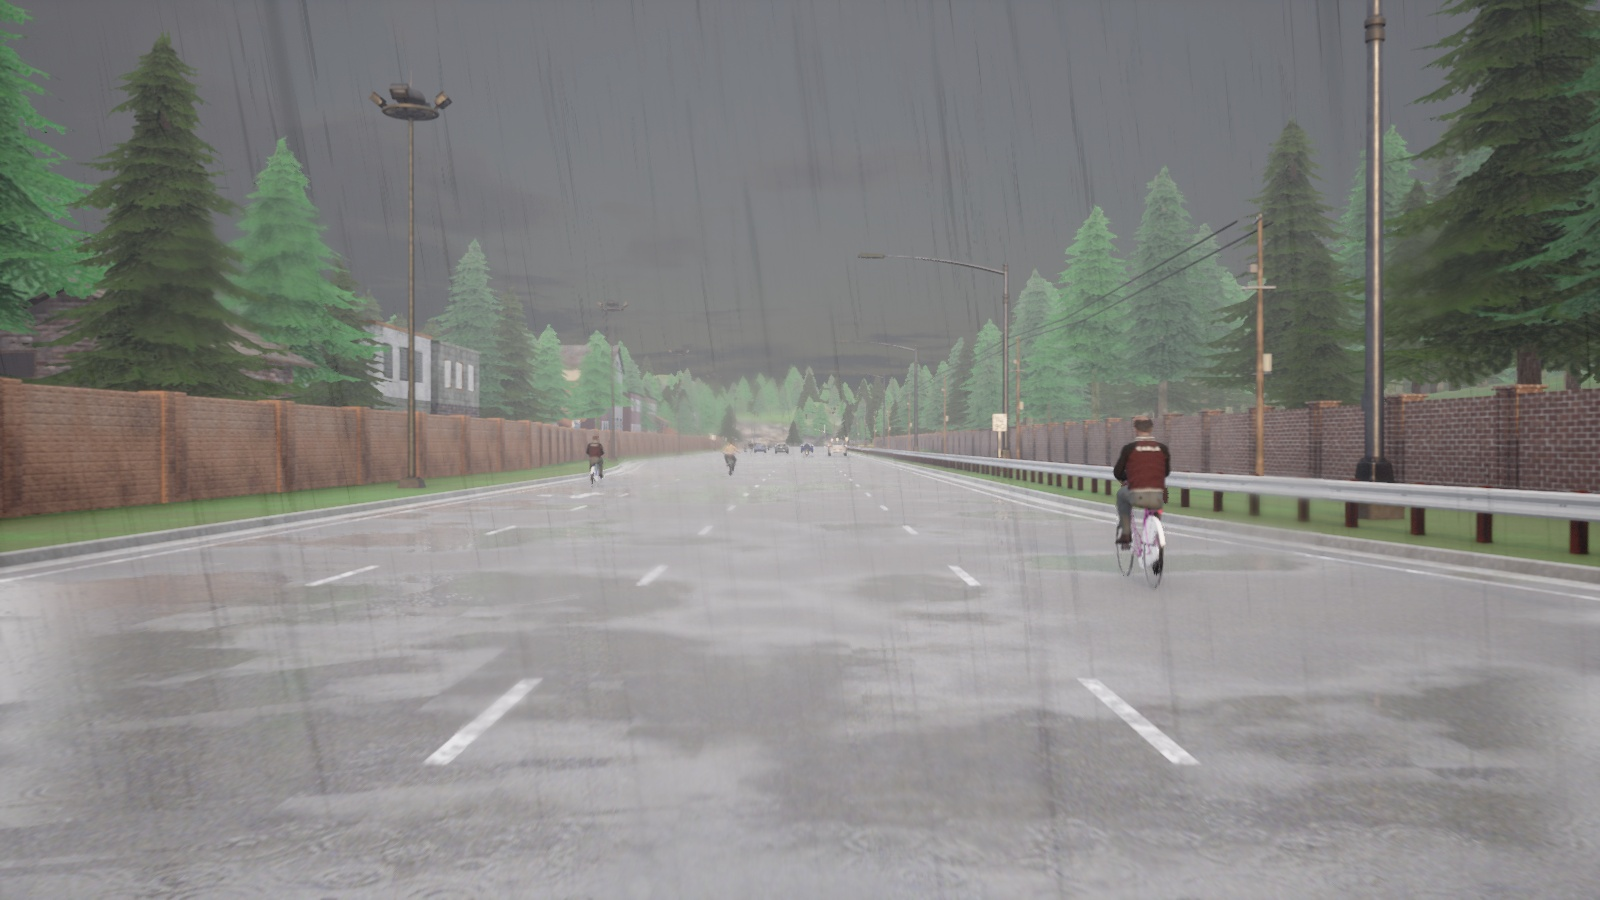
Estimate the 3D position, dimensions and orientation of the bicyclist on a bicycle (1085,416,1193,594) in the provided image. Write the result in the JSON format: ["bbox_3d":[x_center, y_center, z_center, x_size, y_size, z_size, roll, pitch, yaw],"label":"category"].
[{"bbox_3d":[3.591,0.544,13.433,0.659,1.776,1.843,0,0,0],"label":"bicyclist on a bicycle"}]
